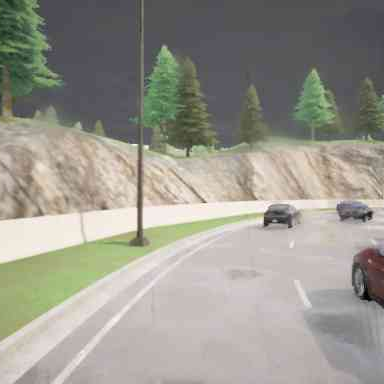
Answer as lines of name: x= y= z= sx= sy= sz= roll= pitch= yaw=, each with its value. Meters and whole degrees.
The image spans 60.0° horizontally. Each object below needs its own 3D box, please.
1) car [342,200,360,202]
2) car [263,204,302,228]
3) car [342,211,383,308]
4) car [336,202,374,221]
car: x=17.983 y=1.644 z=37.273 sx=5.008 sy=1.535 sz=1.882 roll=1 pitch=0 yaw=-42
car: x=6.276 y=1.566 z=22.820 sx=1.837 sy=1.490 sz=4.892 roll=0 pitch=0 yaw=28
car: x=4.375 y=1.392 z=5.486 sx=2.097 sy=1.767 sz=4.553 roll=1 pitch=0 yaw=7
car: x=13.663 y=1.727 z=27.474 sx=1.895 sy=1.301 sz=4.718 roll=0 pitch=0 yaw=37
